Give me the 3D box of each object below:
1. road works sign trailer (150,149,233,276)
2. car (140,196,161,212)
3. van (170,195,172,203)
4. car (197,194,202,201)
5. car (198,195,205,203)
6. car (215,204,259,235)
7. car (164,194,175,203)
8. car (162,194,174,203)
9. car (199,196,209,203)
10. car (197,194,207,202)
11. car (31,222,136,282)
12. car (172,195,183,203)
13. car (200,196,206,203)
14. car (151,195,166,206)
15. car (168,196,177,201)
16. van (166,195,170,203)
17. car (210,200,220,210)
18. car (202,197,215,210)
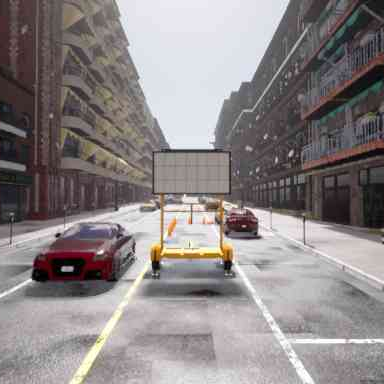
[{"bbox_3d":[-0.011,0.473,10.382,2.380,3.560,2.880,0,0,0],"label":"road works sign trailer"},{"bbox_3d":[-5.300,1.595,40.724,1.752,1.417,4.829,2,0,0],"label":"car"},{"bbox_3d":[-5.299,1.482,63.017,1.690,1.788,3.998,1,0,0],"label":"van"},{"bbox_3d":[2.576,1.707,68.486,1.887,1.381,4.507,1,0,0],"label":"car"},{"bbox_3d":[2.577,1.685,62.956,1.887,1.381,4.507,1,0,0],"label":"car"},{"bbox_3d":[2.583,1.565,18.710,1.887,1.381,4.507,1,0,0],"label":"car"},{"bbox_3d":[-5.300,1.527,79.608,2.192,1.841,5.009,1,0,0],"label":"car"},{"bbox_3d":[-5.299,1.502,74.078,2.192,1.841,5.009,1,0,0],"label":"car"},{"bbox_3d":[2.585,1.627,74.018,1.967,1.590,4.097,1,0,0],"label":"car"},{"bbox_3d":[2.545,1.552,85.080,2.192,1.841,5.009,1,0,0],"label":"car"},{"bbox_3d":[-2.851,1.572,9.610,1.994,1.385,4.181,0,0,0],"label":"car"},{"bbox_3d":[-2.757,1.672,64.750,1.812,1.442,4.674,0,0,0],"label":"car"},{"bbox_3d":[2.579,1.635,46.364,2.008,1.369,4.403,1,0,0],"label":"car"},{"bbox_3d":[-5.295,1.400,46.426,2.192,1.841,5.009,2,0,0],"label":"car"},{"bbox_3d":[-5.308,1.832,90.669,1.947,1.339,4.313,1,0,0],"label":"car"},{"bbox_3d":[-5.297,1.460,57.485,1.690,1.788,3.998,2,0,0],"label":"van"},{"bbox_3d":[2.583,1.555,24.412,1.752,1.417,4.829,1,0,0],"label":"car"},{"bbox_3d":[2.580,1.614,40.832,1.887,1.381,4.507,1,0,0],"label":"car"}]
